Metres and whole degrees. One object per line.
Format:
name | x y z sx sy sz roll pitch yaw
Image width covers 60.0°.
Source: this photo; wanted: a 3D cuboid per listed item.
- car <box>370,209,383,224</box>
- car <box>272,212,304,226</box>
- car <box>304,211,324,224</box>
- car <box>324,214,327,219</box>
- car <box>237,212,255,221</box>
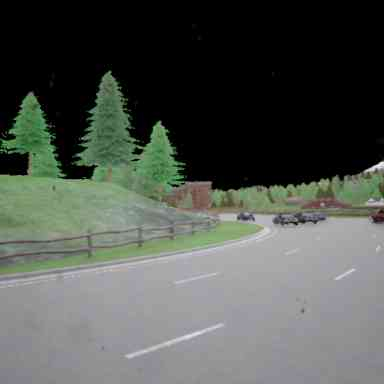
car | 20.897 2.594 35.510 2.097 1.767 4.553 -2 -3 6
car | 10.913 3.221 39.105 2.033 1.411 5.357 -1 -3 0
car | 14.147 3.289 42.137 2.033 1.411 5.357 -1 -3 -4
car | 17.265 3.511 48.238 2.033 1.411 5.357 -1 -3 -12
car | 8.810 4.021 54.642 1.812 1.442 4.674 -1 -3 -10
